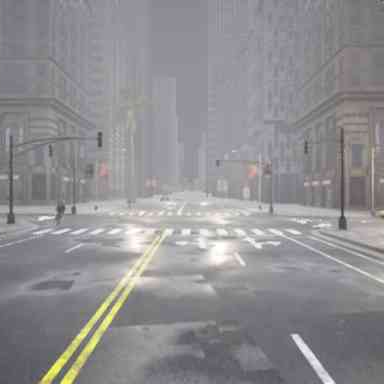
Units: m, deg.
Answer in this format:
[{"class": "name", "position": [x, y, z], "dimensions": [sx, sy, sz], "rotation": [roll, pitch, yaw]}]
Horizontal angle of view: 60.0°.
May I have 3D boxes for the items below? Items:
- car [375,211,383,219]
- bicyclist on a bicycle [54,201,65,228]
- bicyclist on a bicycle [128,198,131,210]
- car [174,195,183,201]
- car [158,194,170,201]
[{"class": "car", "position": [20.627, 2.003, 32.623], "dimensions": [4.829, 1.417, 1.752], "rotation": [1, -1, 0]}, {"class": "bicyclist on a bicycle", "position": [-8.733, 1.467, 21.901], "dimensions": [0.659, 1.776, 1.843], "rotation": [-1, 0, 0]}, {"class": "bicyclist on a bicycle", "position": [-8.701, 1.670, 46.338], "dimensions": [0.582, 1.620, 1.656], "rotation": [0, 0, 0]}, {"class": "car", "position": [-3.167, 1.443, 79.097], "dimensions": [1.882, 1.535, 5.008], "rotation": [0, 0, 0]}, {"class": "car", "position": [-6.417, 1.518, 79.100], "dimensions": [1.994, 1.385, 4.181], "rotation": [0, 0, 0]}]
